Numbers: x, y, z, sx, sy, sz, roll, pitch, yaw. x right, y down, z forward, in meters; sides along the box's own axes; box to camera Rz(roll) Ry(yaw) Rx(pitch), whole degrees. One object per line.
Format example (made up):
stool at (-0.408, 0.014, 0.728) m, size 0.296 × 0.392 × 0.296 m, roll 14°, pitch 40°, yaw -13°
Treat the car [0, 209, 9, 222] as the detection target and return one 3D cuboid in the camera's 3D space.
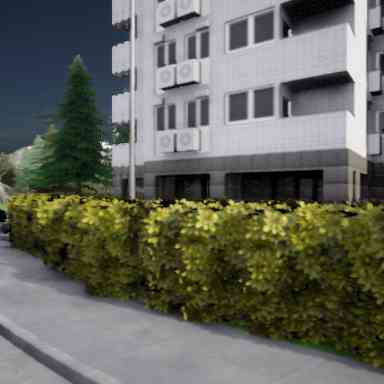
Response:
car at (-14.132, 1.483, 22.424) m, size 1.994 × 1.385 × 4.181 m, roll 0°, pitch 0°, yaw -6°
